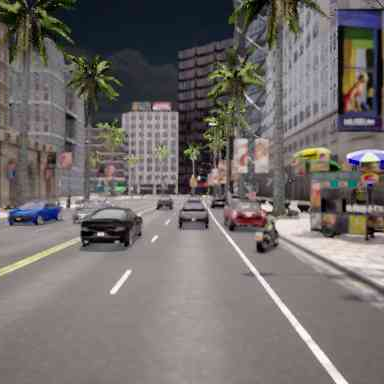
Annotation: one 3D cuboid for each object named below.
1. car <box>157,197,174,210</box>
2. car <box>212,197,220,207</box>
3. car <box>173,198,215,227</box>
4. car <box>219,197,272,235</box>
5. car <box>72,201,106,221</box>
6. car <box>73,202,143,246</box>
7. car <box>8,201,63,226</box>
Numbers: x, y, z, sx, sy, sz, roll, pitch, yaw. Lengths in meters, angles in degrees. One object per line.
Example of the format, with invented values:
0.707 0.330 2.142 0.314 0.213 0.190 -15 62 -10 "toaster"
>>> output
-3.193 1.336 40.757 1.837 1.490 4.892 0 0 1 "car"
3.414 1.338 42.166 2.161 1.482 4.786 0 0 0 "car"
0.113 1.400 21.801 2.128 1.511 4.902 0 0 0 "car"
3.102 1.270 20.236 2.185 1.767 4.553 0 0 0 "car"
-7.069 1.392 23.945 2.128 1.511 4.902 0 0 0 "car"
-3.397 1.415 14.853 1.882 1.535 5.008 0 0 0 "car"
-10.575 1.383 22.797 1.882 1.535 5.008 0 0 0 "car"
